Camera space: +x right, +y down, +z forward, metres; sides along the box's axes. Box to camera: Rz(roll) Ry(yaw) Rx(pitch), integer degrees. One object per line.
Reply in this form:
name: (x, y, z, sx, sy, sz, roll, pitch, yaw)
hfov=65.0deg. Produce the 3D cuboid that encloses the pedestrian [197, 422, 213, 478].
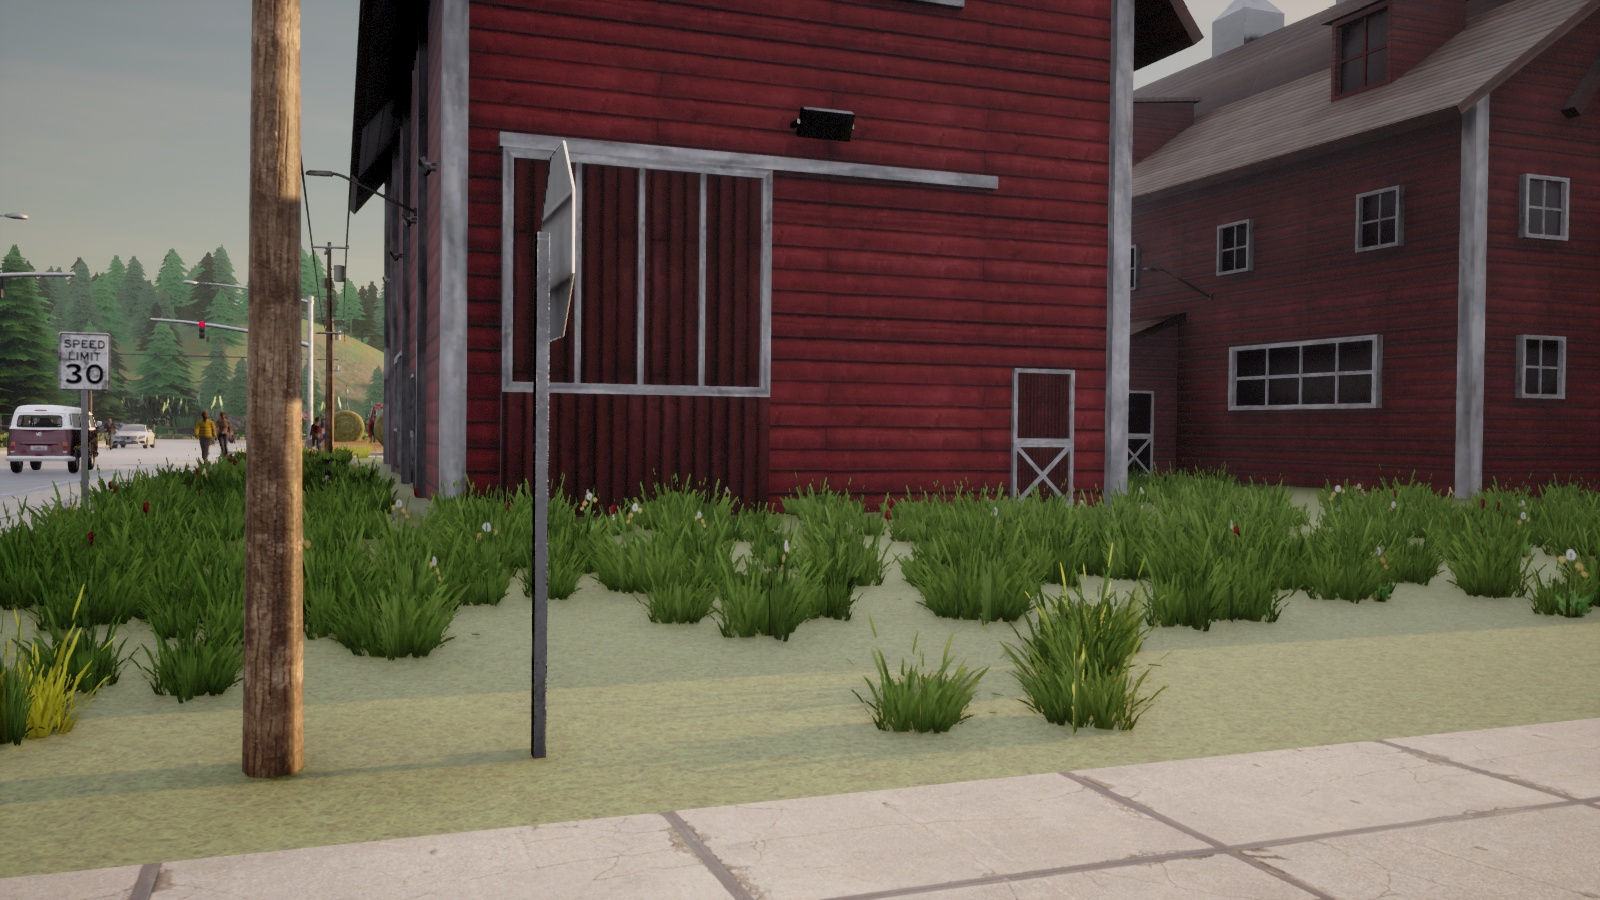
pedestrian: (-19.434, -0.004, 41.005, 0.370, 1.835, 0.726, -1, 1, -19)

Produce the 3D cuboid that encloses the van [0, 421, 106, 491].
van: (-23.036, 0.139, 38.830, 2.069, 2.038, 4.480, -1, 1, -20)

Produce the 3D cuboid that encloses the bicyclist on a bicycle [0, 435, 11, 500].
bicyclist on a bicycle: (-20.267, 0.448, 31.124, 0.866, 1.612, 1.509, -1, 0, -19)

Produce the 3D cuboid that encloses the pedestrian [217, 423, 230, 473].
pedestrian: (-21.027, -0.065, 45.808, 0.328, 1.805, 0.869, -1, 1, -21)

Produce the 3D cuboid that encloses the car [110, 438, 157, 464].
car: (-39.799, 0.032, 75.079, 1.812, 1.442, 4.674, -1, 1, -20)

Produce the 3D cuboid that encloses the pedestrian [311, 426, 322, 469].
pedestrian: (-22.032, -0.119, 57.178, 0.402, 1.930, 0.666, -1, 1, -24)
